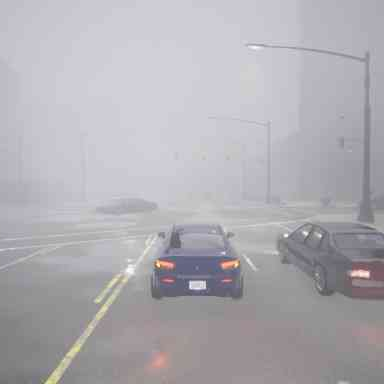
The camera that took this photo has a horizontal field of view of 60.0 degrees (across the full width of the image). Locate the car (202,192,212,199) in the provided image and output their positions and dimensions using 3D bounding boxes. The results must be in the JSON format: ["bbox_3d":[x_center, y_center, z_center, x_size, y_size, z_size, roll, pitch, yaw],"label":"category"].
[{"bbox_3d":[3.440,0.848,75.491,1.994,1.385,4.181,0,0,0],"label":"car"}]

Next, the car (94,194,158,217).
[{"bbox_3d":[-5.284,1.182,27.340,2.033,1.411,5.357,1,1,44],"label":"car"}]

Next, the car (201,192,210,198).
[{"bbox_3d":[3.430,0.804,86.277,2.033,1.411,5.357,0,0,0],"label":"car"}]

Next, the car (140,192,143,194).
[{"bbox_3d":[-10.577,0.801,66.075,1.882,1.535,5.008,0,0,0],"label":"car"}]

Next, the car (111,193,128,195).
[{"bbox_3d":[-10.605,0.933,46.143,1.812,1.442,4.674,0,0,0],"label":"car"}]

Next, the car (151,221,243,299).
[{"bbox_3d":[0.104,1.440,8.126,1.812,1.442,4.674,0,1,0],"label":"car"}]

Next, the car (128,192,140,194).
[{"bbox_3d":[-10.605,0.845,55.922,2.128,1.511,4.902,0,0,0],"label":"car"}]

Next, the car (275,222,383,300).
[{"bbox_3d":[3.603,1.461,8.396,2.033,1.411,5.357,0,1,0],"label":"car"}]

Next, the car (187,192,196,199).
[{"bbox_3d":[-0.061,0.773,75.024,1.882,1.535,5.008,0,0,0],"label":"car"}]

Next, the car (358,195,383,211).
[{"bbox_3d":[19.004,1.012,32.761,5.008,1.535,1.882,0,1,1],"label":"car"}]
